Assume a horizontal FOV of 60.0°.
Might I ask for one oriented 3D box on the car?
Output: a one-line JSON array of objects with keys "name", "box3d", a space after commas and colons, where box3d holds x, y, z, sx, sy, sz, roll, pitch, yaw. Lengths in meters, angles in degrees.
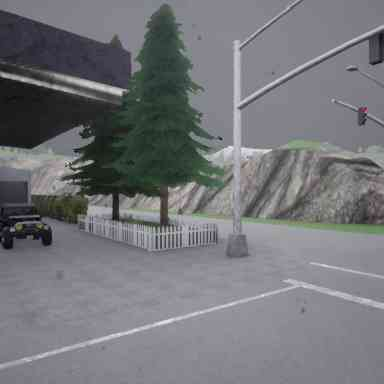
[{"name": "car", "box3d": [-8.053, 1.505, 15.798, 1.905, 1.878, 3.866, 0, 0, -37]}]
